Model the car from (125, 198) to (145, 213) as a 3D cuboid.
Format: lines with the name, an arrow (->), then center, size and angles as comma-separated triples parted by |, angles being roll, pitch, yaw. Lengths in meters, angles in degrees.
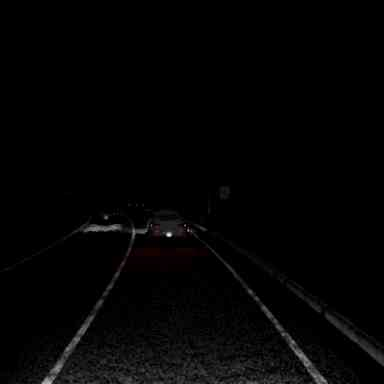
car -> -6.777, 1.492, 38.777 | 2.097, 1.767, 4.553 | 2, -1, -19

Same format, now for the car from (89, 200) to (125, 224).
car -> -6.502, 1.531, 25.466 | 2.128, 1.511, 4.902 | 1, 0, -13

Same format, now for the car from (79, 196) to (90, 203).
car -> -20.764, 1.412, 64.104 | 1.812, 1.442, 4.674 | 2, 0, -23

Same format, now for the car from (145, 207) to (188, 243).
car -> -1.288, 1.581, 16.396 | 1.812, 1.442, 4.674 | 1, 0, -8
